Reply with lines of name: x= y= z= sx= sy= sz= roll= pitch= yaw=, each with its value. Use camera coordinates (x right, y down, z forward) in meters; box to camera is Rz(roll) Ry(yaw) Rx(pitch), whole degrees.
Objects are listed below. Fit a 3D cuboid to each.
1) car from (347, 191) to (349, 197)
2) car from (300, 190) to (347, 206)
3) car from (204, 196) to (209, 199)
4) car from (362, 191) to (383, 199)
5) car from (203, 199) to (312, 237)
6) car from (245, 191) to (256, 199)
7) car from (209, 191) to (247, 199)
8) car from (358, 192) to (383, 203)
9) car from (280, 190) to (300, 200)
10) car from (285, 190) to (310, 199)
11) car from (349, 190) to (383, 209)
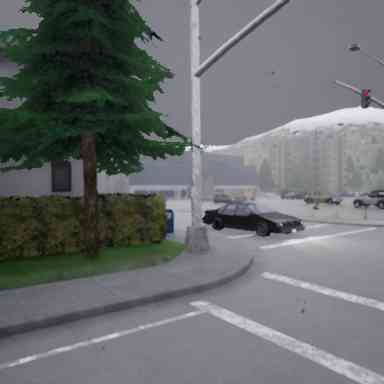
car: x=36.334 y=0.579 z=77.765 sx=1.845 sy=1.501 sz=3.633 roll=-1 pitch=0 yaw=-36
car: x=16.344 y=0.700 z=41.533 sx=1.932 sy=1.855 sz=4.605 roll=-1 pitch=0 yaw=-36
car: x=3.696 y=0.871 z=53.441 sx=1.970 sy=1.475 sz=3.806 roll=-1 pitch=0 yaw=-36
car: x=38.265 y=0.621 z=70.005 sx=1.970 sy=1.475 sz=3.806 roll=-1 pitch=0 yaw=-36
car: x=2.738 y=1.234 z=16.104 sx=2.033 sy=1.411 sz=5.357 roll=-1 pitch=0 yaw=-36
car: x=8.707 y=0.724 z=57.461 sx=2.152 sy=1.636 sz=5.027 roll=-1 pitch=0 yaw=-36
car: x=4.857 y=0.975 z=45.583 sx=2.007 sy=1.523 sz=4.514 roll=-1 pitch=0 yaw=-36
car: x=26.858 y=0.768 z=48.253 sx=2.007 sy=1.523 sz=4.514 roll=-1 pitch=0 yaw=-36
car: x=19.076 y=0.511 z=64.954 sx=1.905 sy=1.878 sz=3.866 roll=-1 pitch=0 yaw=-36
car: x=21.190 y=0.501 z=66.990 sx=1.932 sy=1.855 sz=4.605 roll=-1 pitch=0 yaw=-36
car: x=18.289 y=0.714 z=33.230 sx=1.905 sy=1.878 sz=3.866 roll=-1 pitch=0 yaw=-36
